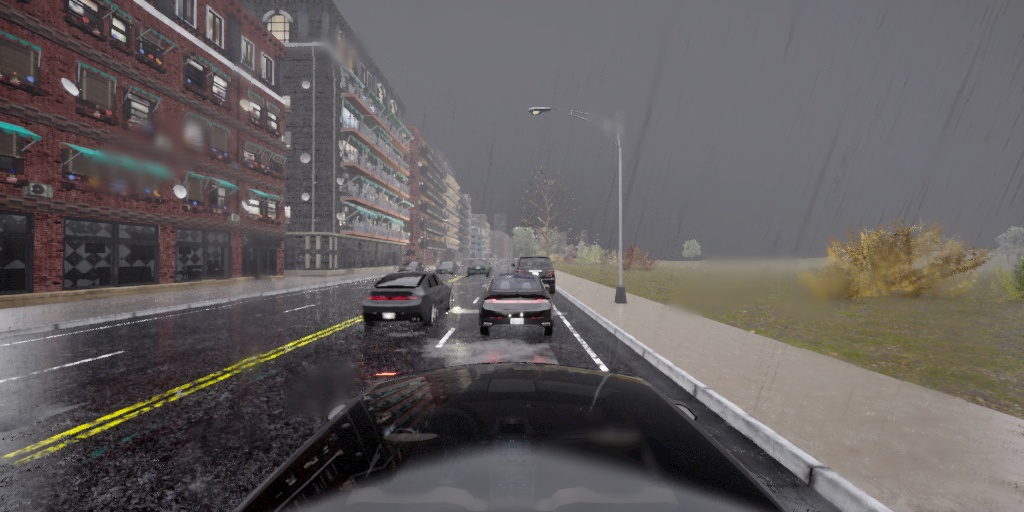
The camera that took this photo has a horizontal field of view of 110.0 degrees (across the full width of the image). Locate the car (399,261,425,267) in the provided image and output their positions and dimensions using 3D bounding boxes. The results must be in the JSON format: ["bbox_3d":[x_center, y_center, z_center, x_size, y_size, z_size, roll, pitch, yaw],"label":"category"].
[{"bbox_3d":[-9.818,1.258,35.378,1.837,1.490,4.892,0,0,0],"label":"car"}]

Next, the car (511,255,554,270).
[{"bbox_3d":[1.156,0.978,20.302,2.150,2.045,5.566,0,0,0],"label":"car"}]

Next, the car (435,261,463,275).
[{"bbox_3d":[-6.568,1.258,36.593,1.837,1.490,4.892,0,0,0],"label":"car"}]

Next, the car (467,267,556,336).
[{"bbox_3d":[0.110,1.243,10.433,2.128,1.511,4.902,0,0,0],"label":"car"}]

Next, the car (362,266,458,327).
[{"bbox_3d":[-3.140,1.258,11.561,1.837,1.490,4.892,0,0,0],"label":"car"}]

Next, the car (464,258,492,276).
[{"bbox_3d":[-3.116,1.104,35.084,2.097,1.767,4.553,0,0,0],"label":"car"}]
